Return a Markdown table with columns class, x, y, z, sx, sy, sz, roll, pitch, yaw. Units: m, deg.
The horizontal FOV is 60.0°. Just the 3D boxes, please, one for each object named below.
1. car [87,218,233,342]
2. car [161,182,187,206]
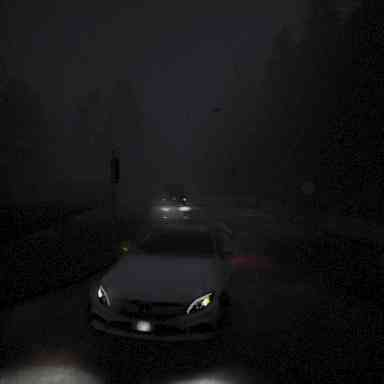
| class | x | y | z | sx | sy | sz | roll | pitch | yaw |
| --- | --- | --- | --- | --- | --- | --- | --- | --- | --- |
| car | -0.197 | 1.303 | 6.387 | 1.812 | 1.442 | 4.674 | 2 | 2 | 10 |
| car | -1.748 | 0.103 | 31.528 | 2.150 | 2.045 | 5.566 | 0 | 2 | -5 |
